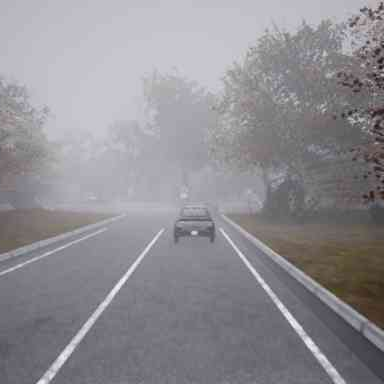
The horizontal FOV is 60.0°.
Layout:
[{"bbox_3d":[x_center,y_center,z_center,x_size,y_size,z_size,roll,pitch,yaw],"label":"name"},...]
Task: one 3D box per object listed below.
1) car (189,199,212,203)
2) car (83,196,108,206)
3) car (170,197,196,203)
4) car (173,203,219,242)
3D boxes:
[{"bbox_3d":[1.275,1.605,34.124,1.895,1.301,4.718,0,0,21],"label":"car"},{"bbox_3d":[-16.511,1.483,57.137,1.882,1.535,5.008,-1,0,23],"label":"car"},{"bbox_3d":[-1.732,1.552,67.818,5.357,1.411,2.033,0,0,-1],"label":"car"},{"bbox_3d":[0.099,1.493,16.331,2.128,1.511,4.902,0,0,0],"label":"car"}]
